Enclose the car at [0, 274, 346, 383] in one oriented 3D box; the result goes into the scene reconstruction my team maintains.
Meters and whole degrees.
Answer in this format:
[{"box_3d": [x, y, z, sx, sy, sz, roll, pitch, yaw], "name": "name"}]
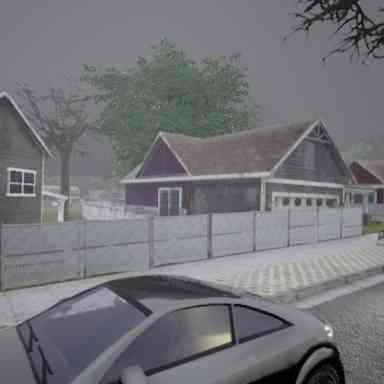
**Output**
[{"box_3d": [-0.517, 1.561, 3.008, 4.181, 1.385, 1.994, 0, 0, -34], "name": "car"}]
